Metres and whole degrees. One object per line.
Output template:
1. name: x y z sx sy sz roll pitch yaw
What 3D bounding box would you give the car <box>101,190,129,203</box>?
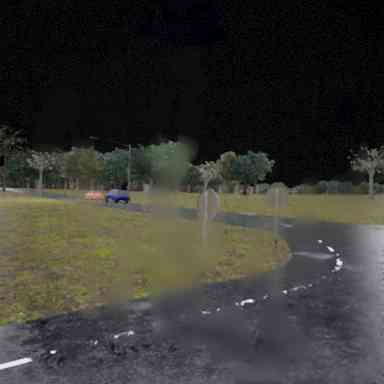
1. car: -11.539 0.650 51.040 2.150 2.045 5.566 2 0 -35

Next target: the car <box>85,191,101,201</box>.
1. car: -17.543 0.581 59.482 2.097 1.767 4.553 2 0 -35
